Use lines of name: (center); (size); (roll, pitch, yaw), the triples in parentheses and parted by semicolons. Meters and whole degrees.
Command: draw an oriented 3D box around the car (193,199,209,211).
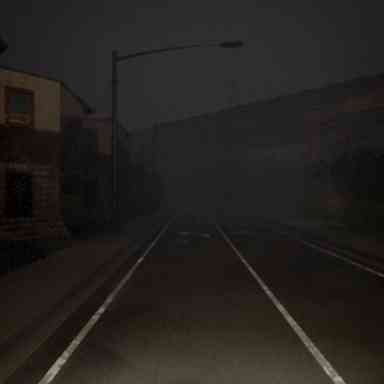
car: (1.268, 1.798, 47.335); (1.882, 1.535, 5.008); (0, 0, 7)
